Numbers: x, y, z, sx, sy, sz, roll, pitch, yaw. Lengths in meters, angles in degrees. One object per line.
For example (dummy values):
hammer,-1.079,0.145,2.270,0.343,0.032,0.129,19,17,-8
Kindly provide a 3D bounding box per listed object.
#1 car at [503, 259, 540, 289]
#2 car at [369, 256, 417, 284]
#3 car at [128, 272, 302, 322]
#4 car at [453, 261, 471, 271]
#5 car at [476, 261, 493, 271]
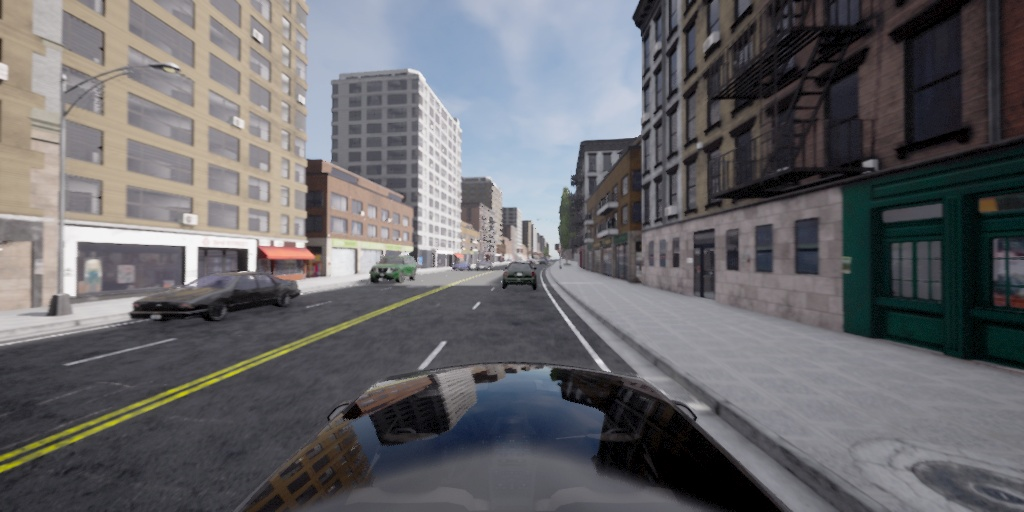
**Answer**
car,0.557,1.132,23.645,2.097,1.767,4.553,0,0,3
car,-9.071,0.993,27.977,2.150,2.045,5.566,0,0,1
car,-9.682,1.284,12.470,2.033,1.411,5.357,0,0,2
car,-7.156,1.432,51.537,1.812,1.442,4.674,0,0,6
car,-3.923,1.398,51.207,2.128,1.511,4.902,0,0,6
